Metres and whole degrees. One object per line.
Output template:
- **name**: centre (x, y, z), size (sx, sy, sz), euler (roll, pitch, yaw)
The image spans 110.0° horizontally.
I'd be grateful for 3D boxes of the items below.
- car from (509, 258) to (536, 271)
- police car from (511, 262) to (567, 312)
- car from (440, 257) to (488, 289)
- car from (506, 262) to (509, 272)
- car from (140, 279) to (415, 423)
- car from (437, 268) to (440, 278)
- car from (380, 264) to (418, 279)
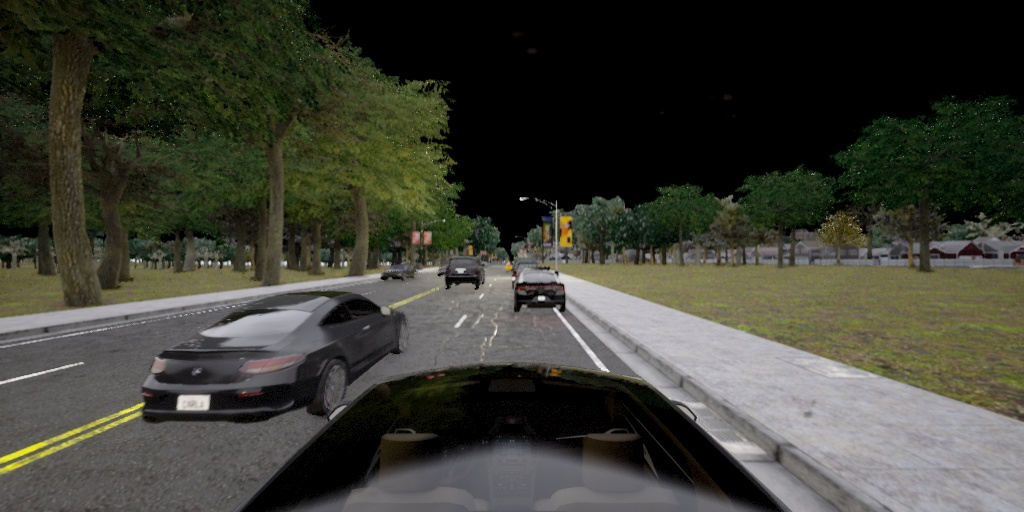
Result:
- **car**: centre (1.037, 1.216, 24.570), size (2.097, 1.767, 4.553), euler (0, 0, 0)
- **police car**: centre (1.009, 1.240, 14.709), size (1.930, 1.638, 5.238), euler (0, 0, 0)
- **car**: centre (-3.088, 1.085, 24.332), size (2.150, 2.045, 5.566), euler (0, 0, 0)
- **car**: centre (0.149, 1.509, 50.743), size (1.882, 1.535, 5.008), euler (0, 0, 0)
- **car**: centre (-3.141, 1.296, 5.847), size (1.812, 1.442, 4.674), euler (0, 0, 0)
- **car**: centre (-6.498, 1.488, 37.701), size (2.033, 1.411, 5.357), euler (0, 0, 0)
- **car**: centre (-9.769, 1.450, 31.470), size (2.033, 1.411, 5.357), euler (0, 0, 0)
